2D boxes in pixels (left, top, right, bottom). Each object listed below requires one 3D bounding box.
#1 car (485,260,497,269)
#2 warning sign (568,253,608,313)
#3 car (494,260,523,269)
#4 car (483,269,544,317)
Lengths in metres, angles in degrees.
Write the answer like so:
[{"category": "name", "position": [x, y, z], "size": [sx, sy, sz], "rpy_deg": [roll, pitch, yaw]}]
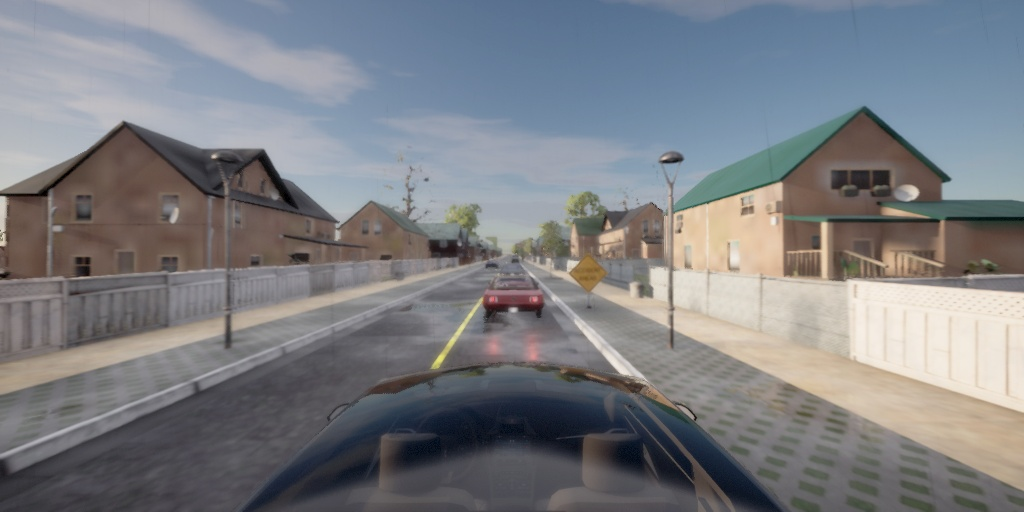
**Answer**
[{"category": "car", "position": [-2.857, 1.205, 51.499], "size": [1.895, 1.301, 4.718], "rpy_deg": [0, 0, 0]}, {"category": "warning sign", "position": [2.512, 0.840, 11.711], "size": [1.300, 1.860, 1.060], "rpy_deg": [0, 0, 0]}, {"category": "car", "position": [0.027, 1.233, 25.764], "size": [2.033, 1.411, 5.357], "rpy_deg": [0, 0, 1]}, {"category": "car", "position": [0.054, 1.322, 12.946], "size": [1.895, 1.301, 4.718], "rpy_deg": [0, 0, 0]}]
